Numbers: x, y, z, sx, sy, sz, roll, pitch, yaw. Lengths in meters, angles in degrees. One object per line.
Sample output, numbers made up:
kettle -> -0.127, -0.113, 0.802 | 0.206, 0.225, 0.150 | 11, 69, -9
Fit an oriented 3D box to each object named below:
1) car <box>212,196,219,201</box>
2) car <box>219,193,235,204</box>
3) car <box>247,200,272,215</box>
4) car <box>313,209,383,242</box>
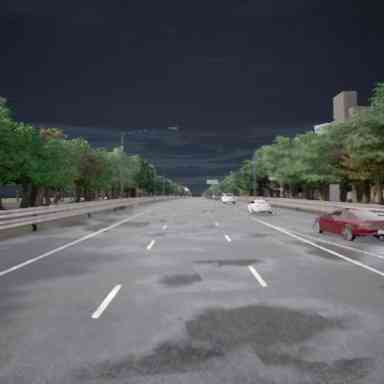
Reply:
car -> 7.206, 1.870, 92.178 | 1.812, 1.442, 4.674 | 0, -1, 0
car -> 7.064, 1.306, 65.101 | 2.150, 2.045, 5.566 | 0, 0, 0
car -> 7.015, 1.541, 34.680 | 1.812, 1.442, 4.674 | 0, 0, 0
car -> 7.802, 1.542, 16.489 | 1.812, 1.442, 4.674 | 0, 0, -7
